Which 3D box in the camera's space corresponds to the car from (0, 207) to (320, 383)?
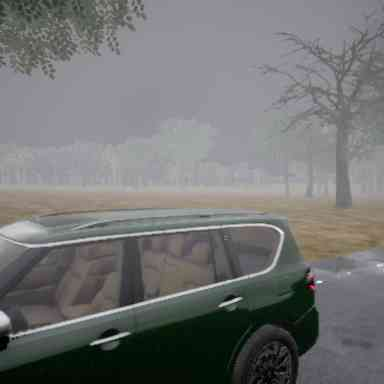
[{"bbox_3d":[-1.081,1.224,3.221,5.566,2.045,2.150,0,0,-36],"label":"car"}]
